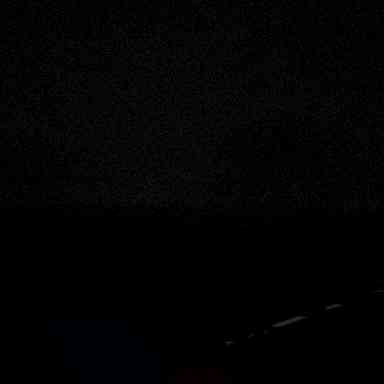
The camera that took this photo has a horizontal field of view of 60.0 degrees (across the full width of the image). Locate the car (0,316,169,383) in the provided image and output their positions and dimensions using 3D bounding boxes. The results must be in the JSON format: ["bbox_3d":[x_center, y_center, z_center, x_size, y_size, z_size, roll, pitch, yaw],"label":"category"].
[{"bbox_3d":[-2.408,1.468,1.235,5.008,1.535,1.882,0,0,-35],"label":"car"}]
